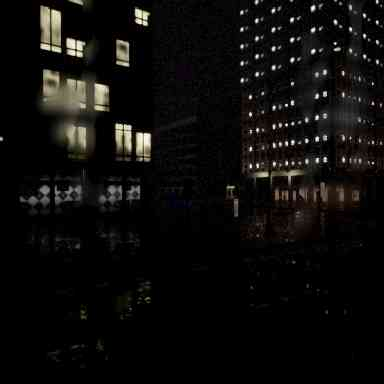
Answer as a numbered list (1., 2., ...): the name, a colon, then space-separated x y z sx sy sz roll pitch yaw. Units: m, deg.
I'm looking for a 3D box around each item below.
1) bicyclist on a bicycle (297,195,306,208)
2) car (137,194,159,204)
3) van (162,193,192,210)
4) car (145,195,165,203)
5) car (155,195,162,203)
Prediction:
1. bicyclist on a bicycle: 12.833 1.117 39.125 1.656 1.620 0.582 -1 1 -34
2. car: -7.887 1.204 59.802 1.882 1.535 5.008 -1 1 -34
3. van: -1.557 1.210 40.174 1.690 1.788 3.998 0 0 -34
4. car: -7.063 1.238 63.215 1.887 1.381 4.507 0 0 -34
5. car: -3.953 1.035 58.630 2.192 1.841 5.009 0 0 -34
